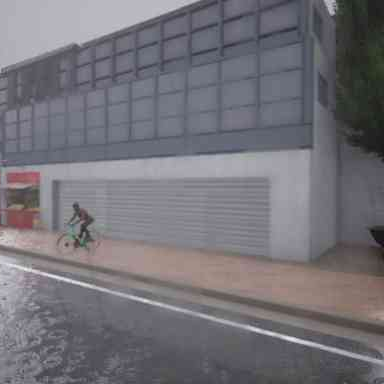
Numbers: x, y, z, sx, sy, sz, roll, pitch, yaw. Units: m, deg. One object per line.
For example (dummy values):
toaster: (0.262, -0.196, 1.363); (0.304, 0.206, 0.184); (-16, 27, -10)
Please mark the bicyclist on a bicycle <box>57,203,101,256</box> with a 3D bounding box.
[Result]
bicyclist on a bicycle: (-3.599, 1.167, 10.694); (0.582, 1.620, 1.656); (1, 1, 35)
